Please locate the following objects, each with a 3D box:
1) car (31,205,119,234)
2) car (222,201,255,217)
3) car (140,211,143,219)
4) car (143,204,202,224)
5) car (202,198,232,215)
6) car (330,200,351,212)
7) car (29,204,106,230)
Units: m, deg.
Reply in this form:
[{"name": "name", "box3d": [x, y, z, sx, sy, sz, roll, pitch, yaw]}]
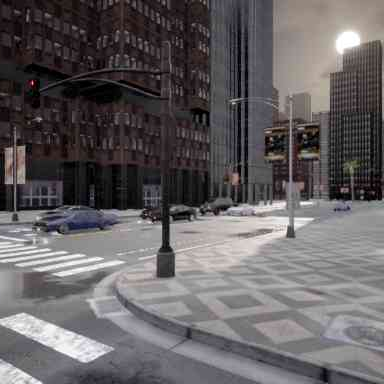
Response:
[{"name": "car", "box3d": [-7.124, 1.760, 20.958, 2.033, 1.411, 5.357, 0, -1, 35]}, {"name": "car", "box3d": [5.795, 2.064, 39.182, 1.812, 1.442, 4.674, 0, -1, 35]}, {"name": "car", "box3d": [-3.102, 1.940, 32.270, 1.994, 1.385, 4.181, 0, -1, 35]}, {"name": "car", "box3d": [-1.560, 1.830, 28.812, 1.882, 1.535, 5.008, 0, -1, 35]}, {"name": "car", "box3d": [3.117, 1.752, 41.027, 2.150, 2.045, 5.566, 0, -1, 35]}, {"name": "car", "box3d": [24.254, 2.430, 53.675, 2.033, 1.411, 5.357, 0, -1, 34]}, {"name": "car", "box3d": [-8.862, 1.723, 24.125, 2.128, 1.511, 4.902, 0, -1, 35]}]
